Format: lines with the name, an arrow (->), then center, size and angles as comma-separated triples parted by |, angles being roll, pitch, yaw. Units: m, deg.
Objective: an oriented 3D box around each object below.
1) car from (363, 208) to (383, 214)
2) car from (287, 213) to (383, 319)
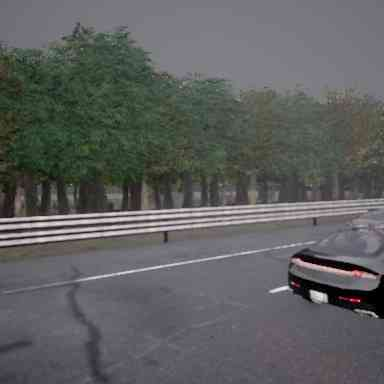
car -> 8.091, 1.337, 13.479 | 4.181, 1.385, 1.994 | -1, 1, -33
car -> 3.994, 1.380, 6.558 | 4.902, 1.511, 2.128 | -1, 1, -34
